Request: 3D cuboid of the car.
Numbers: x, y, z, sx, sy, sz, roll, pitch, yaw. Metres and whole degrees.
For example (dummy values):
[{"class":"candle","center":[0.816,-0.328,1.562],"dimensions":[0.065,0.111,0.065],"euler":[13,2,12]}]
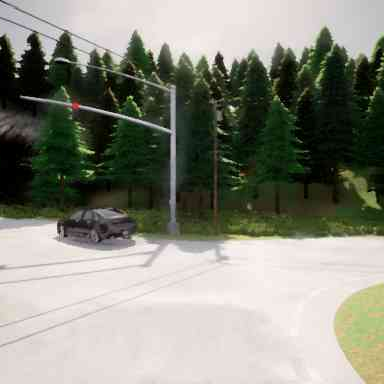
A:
[{"class":"car","center":[-4.658,1.506,15.947],"dimensions":[4.892,1.490,1.837],"euler":[0,3,41]}]
